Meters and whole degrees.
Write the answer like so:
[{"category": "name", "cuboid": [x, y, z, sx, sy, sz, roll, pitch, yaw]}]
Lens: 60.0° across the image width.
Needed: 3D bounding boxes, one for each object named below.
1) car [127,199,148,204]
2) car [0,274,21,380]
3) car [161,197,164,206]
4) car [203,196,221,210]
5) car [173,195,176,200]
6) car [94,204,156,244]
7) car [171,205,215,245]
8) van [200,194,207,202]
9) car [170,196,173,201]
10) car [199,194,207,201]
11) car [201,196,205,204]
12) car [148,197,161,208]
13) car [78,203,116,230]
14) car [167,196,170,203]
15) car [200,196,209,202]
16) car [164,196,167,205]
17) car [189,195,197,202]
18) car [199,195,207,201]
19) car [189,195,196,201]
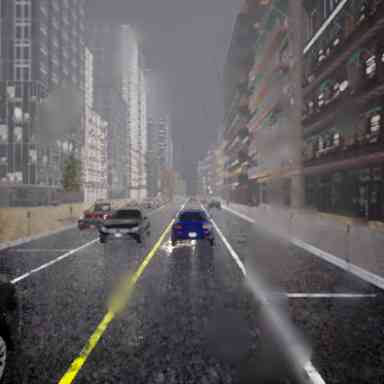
[{"category": "car", "cuboid": [-5.630, 1.544, 31.786, 1.752, 1.417, 4.829, 0, 0, 0]}, {"category": "car", "cuboid": [-3.098, 1.488, 2.247, 2.128, 1.511, 4.902, 0, 0, 0]}, {"category": "car", "cuboid": [-5.597, 1.481, 48.554, 1.967, 1.590, 4.097, 0, 0, 0]}, {"category": "car", "cuboid": [2.772, 1.601, 43.003, 2.008, 1.369, 4.403, 0, 0, 0]}, {"category": "car", "cuboid": [-5.531, 1.684, 81.749, 1.802, 1.307, 4.206, 0, 0, 0]}, {"category": "car", "cuboid": [-3.054, 1.532, 16.084, 1.812, 1.442, 4.674, 0, 0, 0]}, {"category": "car", "cuboid": [0.027, 1.539, 15.598, 1.812, 1.442, 4.674, 0, 0, 0]}, {"category": "van", "cuboid": [2.850, 1.460, 81.732, 1.690, 1.788, 3.998, 0, 0, 0]}, {"category": "car", "cuboid": [-5.553, 1.603, 70.513, 1.752, 1.417, 4.829, 0, 0, 0]}, {"category": "car", "cuboid": [2.817, 1.524, 65.134, 1.967, 1.590, 4.097, 0, 0, 0]}, {"category": "car", "cuboid": [2.783, 1.608, 48.536, 2.008, 1.369, 4.403, 0, 0, 0]}, {"category": "car", "cuboid": [-5.608, 1.584, 43.021, 2.008, 1.369, 4.403, 0, 0, 0]}, {"category": "car", "cuboid": [-5.653, 1.446, 20.890, 1.967, 1.590, 4.097, 0, 0, 0]}, {"category": "car", "cuboid": [-5.575, 1.603, 59.618, 1.887, 1.381, 4.507, 0, 0, 0]}, {"category": "car", "cuboid": [2.838, 1.688, 76.199, 1.802, 1.307, 4.206, 0, 0, 0]}, {"category": "car", "cuboid": [-5.586, 1.600, 54.085, 2.008, 1.369, 4.403, 0, 0, 0]}, {"category": "car", "cuboid": [0.153, 1.699, 78.727, 1.895, 1.301, 4.718, 0, 0, 0]}, {"category": "car", "cuboid": [2.861, 1.571, 87.264, 1.967, 1.590, 4.097, 0, 0, 0]}, {"category": "car", "cuboid": [0.175, 1.515, 88.760, 1.837, 1.490, 4.892, 0, 0, 0]}]
